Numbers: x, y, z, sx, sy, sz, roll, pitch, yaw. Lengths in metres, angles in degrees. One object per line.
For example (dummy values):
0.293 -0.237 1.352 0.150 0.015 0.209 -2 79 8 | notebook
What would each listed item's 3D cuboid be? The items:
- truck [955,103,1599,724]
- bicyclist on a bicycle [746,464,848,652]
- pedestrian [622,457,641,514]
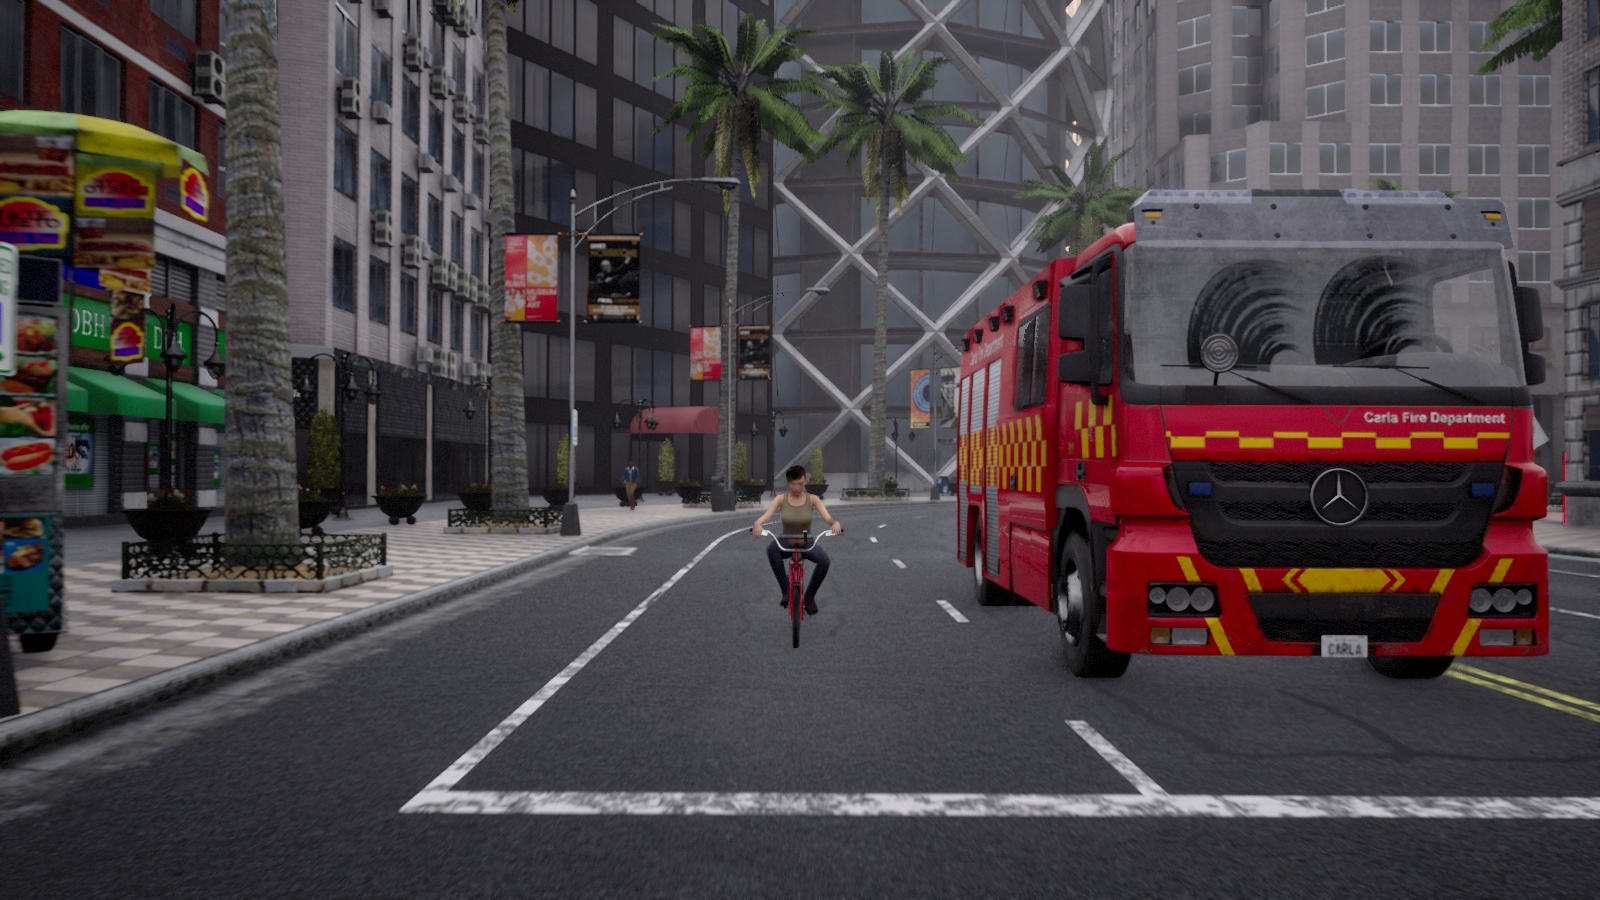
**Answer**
3.465 -0.163 11.989 2.891 3.827 8.468 0 -1 0 | truck
-0.024 0.945 11.564 0.866 1.612 1.509 0 -1 0 | bicyclist on a bicycle
-5.845 1.225 43.652 0.423 1.949 0.788 0 -1 10 | pedestrian
